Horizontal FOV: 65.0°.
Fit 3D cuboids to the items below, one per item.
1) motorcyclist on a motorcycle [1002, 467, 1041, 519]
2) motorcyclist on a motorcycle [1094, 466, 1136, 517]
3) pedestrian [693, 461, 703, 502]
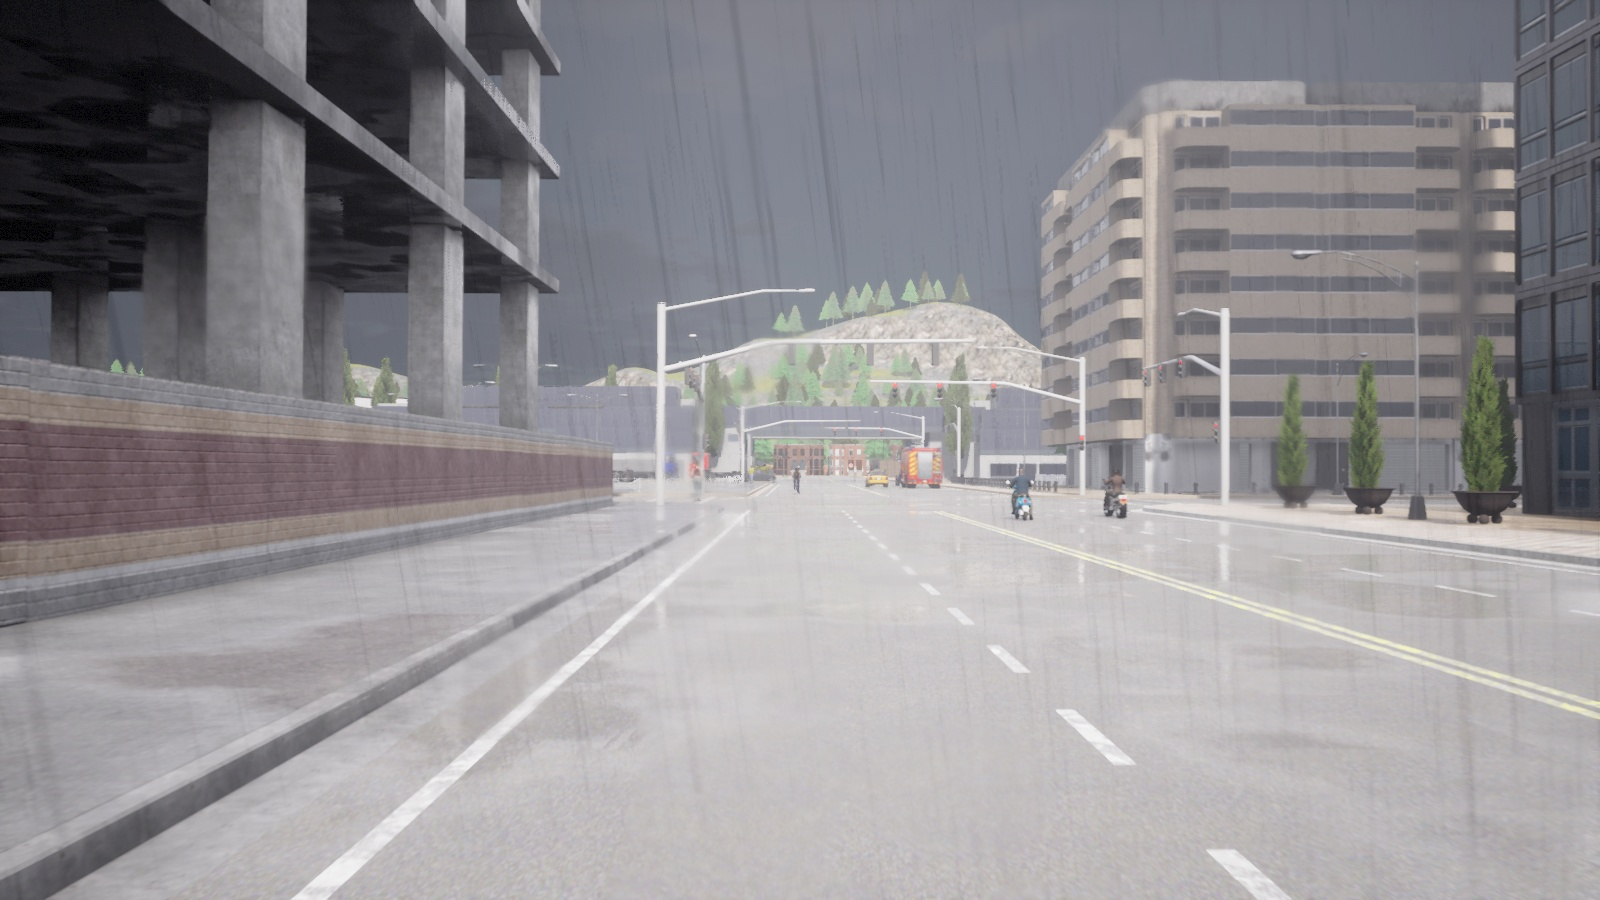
[{"bbox_3d":[6.903,1.334,39.214,0.866,1.590,1.817,0,-1,0],"label":"motorcyclist on a motorcycle"},{"bbox_3d":[10.397,1.352,41.510,0.766,1.649,2.350,0,-1,0],"label":"motorcyclist on a motorcycle"},{"bbox_3d":[-4.602,1.433,56.769,0.345,1.836,0.594,0,-1,7],"label":"pedestrian"}]
